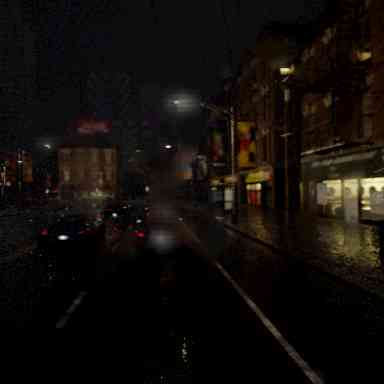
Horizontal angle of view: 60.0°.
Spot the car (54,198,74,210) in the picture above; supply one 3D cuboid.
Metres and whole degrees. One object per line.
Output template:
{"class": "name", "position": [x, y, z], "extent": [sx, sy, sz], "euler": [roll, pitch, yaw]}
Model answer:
{"class": "car", "position": [-16.851, 1.770, 44.265], "extent": [1.895, 1.301, 4.718], "euler": [-1, 0, -25]}

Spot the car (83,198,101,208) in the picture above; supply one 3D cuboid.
{"class": "car", "position": [-13.690, 1.607, 45.446], "extent": [2.128, 1.511, 4.902], "euler": [-1, 0, -25]}

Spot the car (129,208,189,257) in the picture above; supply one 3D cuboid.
{"class": "car", "position": [-1.227, 1.552, 13.043], "extent": [1.994, 1.385, 4.181], "euler": [-1, 0, -6]}

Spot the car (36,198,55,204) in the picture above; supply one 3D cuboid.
{"class": "car", "position": [-32.002, 1.936, 75.024], "extent": [4.718, 1.301, 1.895], "euler": [-1, 0, 24]}

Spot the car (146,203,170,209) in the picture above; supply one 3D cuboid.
{"class": "car", "position": [-2.596, 1.531, 25.649], "extent": [2.033, 1.411, 5.357], "euler": [-1, 0, -6]}

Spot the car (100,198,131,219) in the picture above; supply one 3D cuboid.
{"class": "car", "position": [-6.447, 1.544, 29.022], "extent": [1.837, 1.490, 4.892], "euler": [-1, 1, -6]}

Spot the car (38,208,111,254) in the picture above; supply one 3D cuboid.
{"class": "car", "position": [-4.835, 1.609, 13.946], "extent": [1.994, 1.385, 4.181], "euler": [-1, 0, -6]}

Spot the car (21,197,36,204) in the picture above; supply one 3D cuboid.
{"class": "car", "position": [-37.507, 1.945, 76.619], "extent": [4.674, 1.452, 2.002], "euler": [-1, 0, 14]}
